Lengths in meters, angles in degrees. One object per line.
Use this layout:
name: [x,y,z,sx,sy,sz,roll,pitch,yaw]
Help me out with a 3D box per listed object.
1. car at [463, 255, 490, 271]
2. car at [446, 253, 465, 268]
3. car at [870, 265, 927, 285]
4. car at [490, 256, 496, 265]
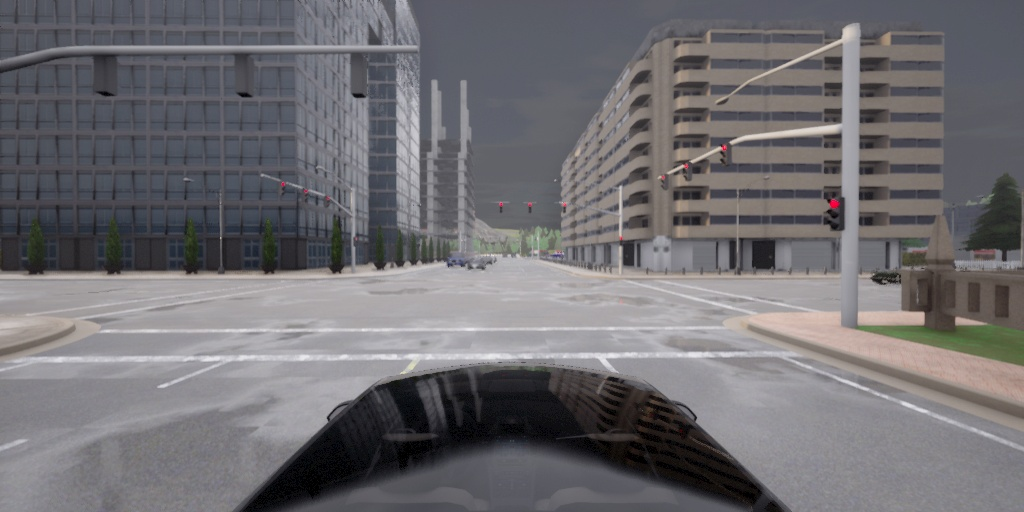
car: [-4.058,0.911,41.377,2.128,1.511,4.902,0,1,-1]
car: [-7.635,0.572,49.638,2.150,2.045,5.566,0,1,0]
car: [24.774,1.230,21.728,4.718,1.301,1.895,0,0,-1]
car: [-4.183,0.772,59.901,1.837,1.490,4.892,0,0,-1]
